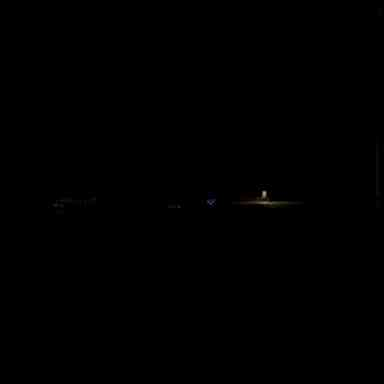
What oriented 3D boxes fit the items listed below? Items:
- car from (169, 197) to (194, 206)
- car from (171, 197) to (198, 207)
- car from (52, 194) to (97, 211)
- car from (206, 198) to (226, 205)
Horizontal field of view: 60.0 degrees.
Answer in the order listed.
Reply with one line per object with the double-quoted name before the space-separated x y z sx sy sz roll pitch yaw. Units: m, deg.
"car" -1.798 1.695 59.204 1.882 1.535 5.008 0 -1 35
"car" -0.951 1.678 55.487 2.128 1.511 4.902 0 -1 35
"car" -14.364 1.240 41.218 2.150 2.045 5.566 0 -1 35
"car" 4.771 1.876 63.827 1.895 1.301 4.718 0 -1 35
